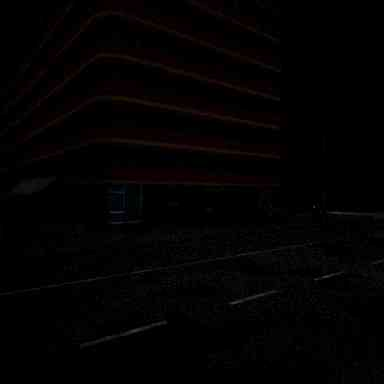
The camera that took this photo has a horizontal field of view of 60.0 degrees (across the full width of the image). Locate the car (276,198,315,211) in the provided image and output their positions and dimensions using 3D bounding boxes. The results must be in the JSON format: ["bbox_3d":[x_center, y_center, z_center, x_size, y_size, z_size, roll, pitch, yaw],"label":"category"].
[{"bbox_3d":[12.509,1.492,40.026,2.128,1.511,4.902,0,0,-38],"label":"car"}]
